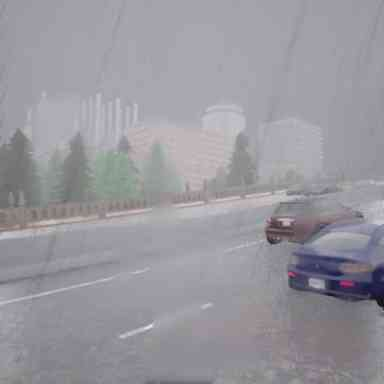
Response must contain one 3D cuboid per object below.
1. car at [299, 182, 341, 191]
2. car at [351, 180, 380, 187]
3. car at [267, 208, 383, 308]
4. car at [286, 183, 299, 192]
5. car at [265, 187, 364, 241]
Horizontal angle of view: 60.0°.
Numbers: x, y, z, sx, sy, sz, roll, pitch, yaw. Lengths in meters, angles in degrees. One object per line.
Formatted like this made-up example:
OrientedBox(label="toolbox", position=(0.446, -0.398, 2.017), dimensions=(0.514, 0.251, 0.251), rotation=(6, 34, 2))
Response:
OrientedBox(label="car", position=(13.973, -0.235, 35.234), dimensions=(5.357, 1.411, 2.033), rotation=(-6, 2, -41))
OrientedBox(label="car", position=(17.397, -0.468, 33.590), dimensions=(4.674, 1.442, 1.812), rotation=(-6, 2, -41))
OrientedBox(label="car", position=(3.928, 1.315, 7.396), dimensions=(4.674, 1.442, 1.812), rotation=(-4, 1, -41))
OrientedBox(label="car", position=(12.864, -0.310, 38.922), dimensions=(4.892, 1.490, 1.837), rotation=(-6, 3, -41))
OrientedBox(label="car", position=(4.858, 0.962, 12.874), dimensions=(4.553, 1.767, 2.097), rotation=(-5, 2, -41))
